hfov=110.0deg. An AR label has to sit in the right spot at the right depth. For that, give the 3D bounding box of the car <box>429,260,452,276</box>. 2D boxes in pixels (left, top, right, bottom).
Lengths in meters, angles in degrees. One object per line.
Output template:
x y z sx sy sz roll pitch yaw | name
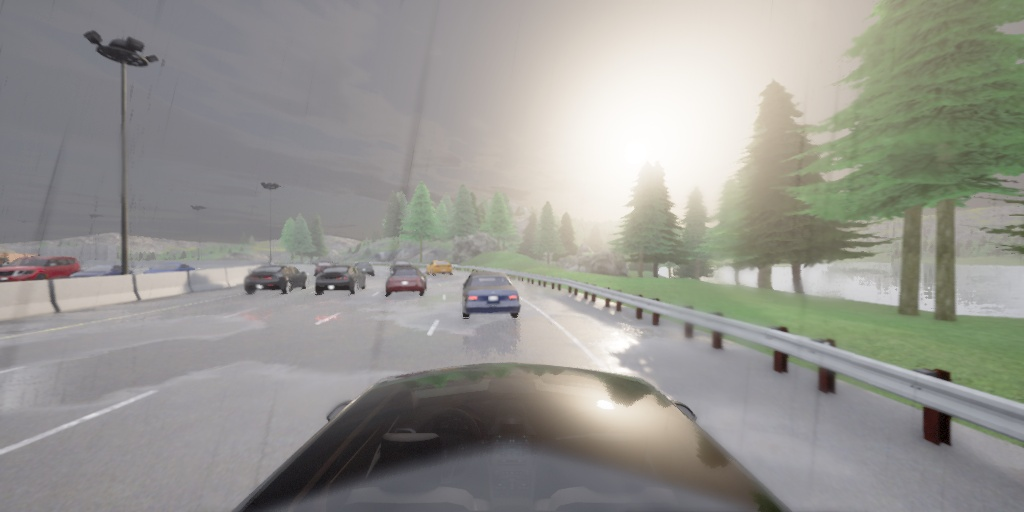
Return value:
-7.406 1.179 36.255 1.882 1.535 5.008 0 0 -23 | car

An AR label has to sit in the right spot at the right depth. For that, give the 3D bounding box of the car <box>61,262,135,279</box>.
-29.892 1.358 26.332 1.812 1.442 4.674 0 0 -24 | car

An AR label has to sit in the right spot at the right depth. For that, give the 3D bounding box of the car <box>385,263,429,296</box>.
-5.711 1.298 19.619 1.994 1.385 4.181 0 0 -12 | car

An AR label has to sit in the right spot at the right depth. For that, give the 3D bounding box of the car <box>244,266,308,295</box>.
-12.921 1.271 19.967 1.837 1.490 4.892 0 0 -13 | car

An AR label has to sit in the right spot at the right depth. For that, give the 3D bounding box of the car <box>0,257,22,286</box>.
-36.289 1.091 23.650 2.150 2.045 5.566 0 0 -23 | car

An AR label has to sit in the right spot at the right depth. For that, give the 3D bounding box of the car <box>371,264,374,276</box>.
-15.148 1.302 36.468 1.994 1.385 4.181 0 0 -25 | car

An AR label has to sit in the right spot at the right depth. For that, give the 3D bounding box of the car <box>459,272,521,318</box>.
-0.890 1.274 12.904 2.033 1.411 5.357 0 0 -8 | car

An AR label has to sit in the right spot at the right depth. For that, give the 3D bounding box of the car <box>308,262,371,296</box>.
-9.282 1.255 19.713 1.837 1.490 4.892 0 0 -13 | car

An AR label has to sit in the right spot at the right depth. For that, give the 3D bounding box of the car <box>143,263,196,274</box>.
-26.996 1.291 28.411 1.882 1.535 5.008 0 0 -24 | car

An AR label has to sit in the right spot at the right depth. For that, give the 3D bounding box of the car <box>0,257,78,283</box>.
-33.137 1.072 25.136 2.150 2.045 5.566 0 0 -24 | car

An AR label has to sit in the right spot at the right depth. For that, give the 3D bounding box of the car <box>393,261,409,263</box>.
-11.312 1.197 36.482 1.882 1.535 5.008 0 0 -24 | car

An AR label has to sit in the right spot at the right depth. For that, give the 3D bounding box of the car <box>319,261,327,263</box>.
-19.267 1.282 36.978 1.812 1.442 4.674 0 0 -27 | car
